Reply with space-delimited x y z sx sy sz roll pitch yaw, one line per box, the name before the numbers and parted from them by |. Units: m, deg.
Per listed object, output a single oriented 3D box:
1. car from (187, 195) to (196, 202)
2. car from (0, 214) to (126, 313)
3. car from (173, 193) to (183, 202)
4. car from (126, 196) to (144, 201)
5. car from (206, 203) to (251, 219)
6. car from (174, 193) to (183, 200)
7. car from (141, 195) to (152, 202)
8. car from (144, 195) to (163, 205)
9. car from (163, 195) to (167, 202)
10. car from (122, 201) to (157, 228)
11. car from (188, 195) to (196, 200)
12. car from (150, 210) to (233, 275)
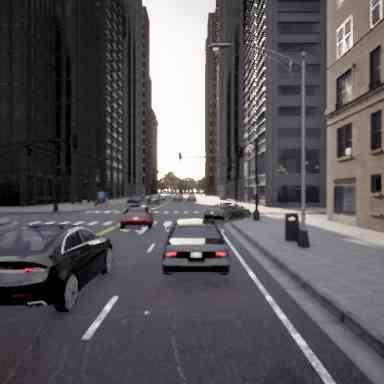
car | -0.025 1.435 74.250 1.994 1.385 4.181 0 0 0
car | -3.153 1.482 7.616 2.128 1.511 4.902 0 0 0
car | -3.275 1.422 73.833 2.033 1.411 5.357 0 0 0
car | -9.825 1.515 56.173 1.895 1.301 4.718 0 0 1
car | 2.888 1.531 26.432 1.994 1.385 4.181 0 0 42
car | -3.278 1.084 84.223 2.097 1.767 4.553 0 0 0
car | -9.774 1.417 71.483 1.812 1.442 4.674 0 0 0
car | -6.574 1.417 56.785 1.837 1.490 4.892 0 0 0
car | -6.525 1.392 72.020 1.837 1.490 4.892 0 0 0
car | -3.530 1.535 21.814 1.994 1.385 4.181 0 0 -5
car | -0.028 1.324 84.284 1.895 1.301 4.718 0 0 0
car | 0.100 1.536 10.406 2.033 1.411 5.357 0 0 0
